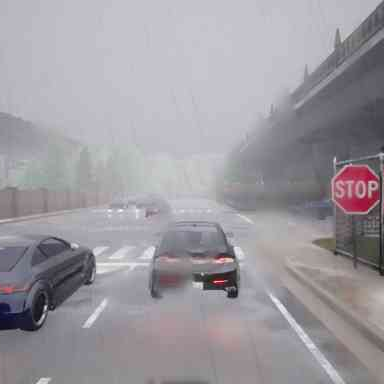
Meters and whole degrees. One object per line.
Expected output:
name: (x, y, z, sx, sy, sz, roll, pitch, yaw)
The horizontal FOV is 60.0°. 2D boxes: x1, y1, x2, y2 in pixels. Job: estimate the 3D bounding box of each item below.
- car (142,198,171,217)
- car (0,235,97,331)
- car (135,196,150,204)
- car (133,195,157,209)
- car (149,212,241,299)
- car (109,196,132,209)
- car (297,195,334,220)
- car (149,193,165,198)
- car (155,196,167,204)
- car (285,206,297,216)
car: (-3.083, 1.564, 30.933, 1.994, 1.385, 4.181, 0, 0, 1)
car: (-3.413, 1.564, 6.842, 1.994, 1.385, 4.181, 0, 0, 0)
car: (-9.627, 1.547, 65.300, 2.033, 1.411, 5.357, 0, 0, 1)
car: (-6.466, 1.505, 46.015, 1.837, 1.490, 4.892, 0, 0, 1)
car: (0.060, 1.492, 8.464, 2.128, 1.511, 4.902, 0, 0, 0)
car: (-9.971, 1.505, 45.697, 1.837, 1.490, 4.892, 0, 0, 1)
car: (12.017, 1.222, 27.456, 5.566, 2.045, 2.150, 0, 0, 0)
car: (-6.314, 1.221, 55.868, 2.150, 2.045, 5.566, 0, 0, 1)
car: (-6.113, 1.564, 65.842, 1.994, 1.385, 4.181, 0, 0, 2)
car: (11.544, 1.547, 30.957, 5.357, 1.411, 2.033, 0, 0, 0)
